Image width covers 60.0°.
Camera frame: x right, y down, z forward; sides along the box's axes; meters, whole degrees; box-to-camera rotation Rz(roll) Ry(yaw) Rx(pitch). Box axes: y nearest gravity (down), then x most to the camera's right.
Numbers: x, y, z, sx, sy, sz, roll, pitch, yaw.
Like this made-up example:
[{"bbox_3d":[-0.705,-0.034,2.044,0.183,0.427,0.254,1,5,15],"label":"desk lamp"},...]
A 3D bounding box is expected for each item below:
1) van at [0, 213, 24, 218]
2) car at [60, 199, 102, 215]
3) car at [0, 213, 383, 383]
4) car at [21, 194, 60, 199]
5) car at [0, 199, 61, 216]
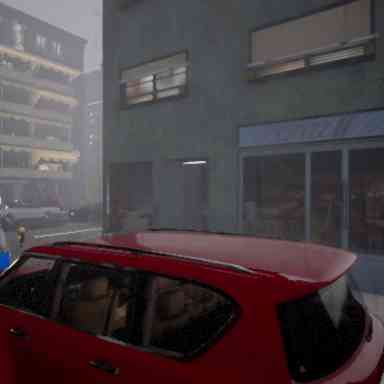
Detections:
[{"bbox_3d":[-5.262,1.376,6.612,3.998,1.788,1.690,0,0,35],"label":"van"},{"bbox_3d":[-6.752,1.433,23.757,1.947,1.339,4.313,1,2,35],"label":"car"},{"bbox_3d":[-0.760,1.326,3.406,5.009,1.841,2.192,0,0,35],"label":"car"},{"bbox_3d":[-13.589,1.155,28.595,2.192,1.841,5.009,1,2,35],"label":"car"},{"bbox_3d":[-12.712,1.480,25.353,1.895,1.301,4.718,0,1,35],"label":"car"}]
